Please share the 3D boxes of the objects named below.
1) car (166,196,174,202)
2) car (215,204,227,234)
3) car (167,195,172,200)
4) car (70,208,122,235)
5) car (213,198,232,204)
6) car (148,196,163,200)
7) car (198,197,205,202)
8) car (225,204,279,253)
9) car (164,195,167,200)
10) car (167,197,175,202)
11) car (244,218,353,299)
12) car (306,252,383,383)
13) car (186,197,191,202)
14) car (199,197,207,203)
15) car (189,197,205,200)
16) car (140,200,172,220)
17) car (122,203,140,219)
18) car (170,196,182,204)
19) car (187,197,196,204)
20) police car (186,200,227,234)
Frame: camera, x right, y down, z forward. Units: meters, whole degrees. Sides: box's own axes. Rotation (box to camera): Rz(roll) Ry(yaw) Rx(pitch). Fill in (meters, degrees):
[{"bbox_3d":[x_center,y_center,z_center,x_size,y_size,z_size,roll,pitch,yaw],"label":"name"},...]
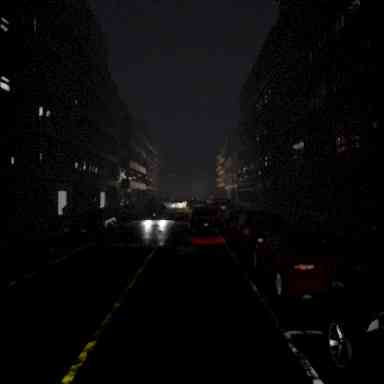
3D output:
[{"bbox_3d":[-5.735,1.848,87.285,1.967,1.590,4.097,0,0,0],"label":"car"},{"bbox_3d":[2.681,1.649,19.649,2.008,1.369,4.403,0,0,0],"label":"car"},{"bbox_3d":[-5.731,1.698,81.650,2.192,1.841,5.009,0,0,0],"label":"car"},{"bbox_3d":[-5.700,1.663,19.648,1.947,1.339,4.313,0,0,0],"label":"car"},{"bbox_3d":[2.676,1.467,30.924,2.192,1.841,5.009,0,0,0],"label":"car"},{"bbox_3d":[-5.714,1.670,47.832,1.967,1.590,4.097,0,0,0],"label":"car"},{"bbox_3d":[2.642,1.978,92.922,1.887,1.381,4.507,0,0,0],"label":"car"},{"bbox_3d":[2.684,1.511,14.015,1.967,1.590,4.097,0,0,0],"label":"car"},{"bbox_3d":[-5.716,1.571,53.469,2.192,1.841,5.009,0,0,0],"label":"car"},{"bbox_3d":[-5.738,1.977,92.922,1.887,1.381,4.507,0,0,0],"label":"car"},{"bbox_3d":[2.687,1.588,8.377,1.887,1.381,4.507,0,0,0],"label":"car"},{"bbox_3d":[2.689,1.581,2.741,1.947,1.339,4.313,0,0,0],"label":"car"},{"bbox_3d":[-0.029,1.814,55.694,2.033,1.411,5.357,0,0,0],"label":"car"},{"bbox_3d":[2.648,1.910,81.820,1.752,1.417,4.829,0,0,0],"label":"car"},{"bbox_3d":[0.881,1.654,36.146,1.882,1.535,5.008,0,0,0],"label":"car"},{"bbox_3d":[-3.114,1.709,29.529,1.994,1.385,4.181,0,0,0],"label":"car"},{"bbox_3d":[-5.705,1.676,30.752,1.752,1.417,4.829,0,0,0],"label":"car"},{"bbox_3d":[-3.038,1.908,70.139,1.895,1.301,4.718,0,0,0],"label":"car"},{"bbox_3d":[-0.037,1.731,70.694,1.812,1.442,4.674,0,0,0],"label":"car"},{"bbox_3d":[0.744,1.526,20.253,1.930,1.638,5.238,0,0,0],"label":"police car"}]
